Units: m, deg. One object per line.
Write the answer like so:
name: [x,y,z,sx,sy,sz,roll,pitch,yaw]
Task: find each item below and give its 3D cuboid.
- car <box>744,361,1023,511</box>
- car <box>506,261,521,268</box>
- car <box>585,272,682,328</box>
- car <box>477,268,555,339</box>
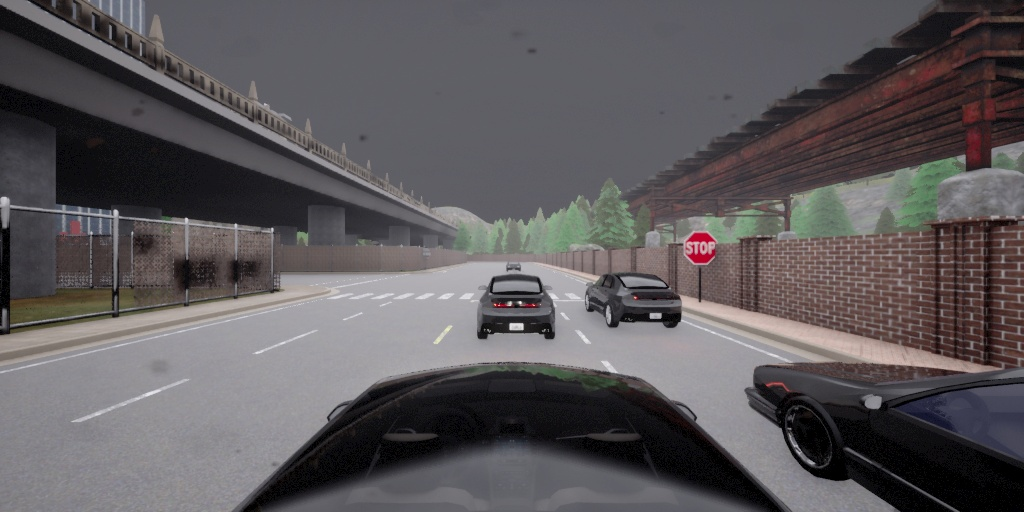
car: [3.600,1.297,1.647,2.033,1.411,5.357,0,0,0]
car: [0.184,1.351,46.316,1.895,1.301,4.718,0,0,-1]
car: [3.600,1.255,11.393,1.837,1.490,4.892,0,0,0]
car: [0.099,1.255,10.034,1.837,1.490,4.892,0,0,0]
